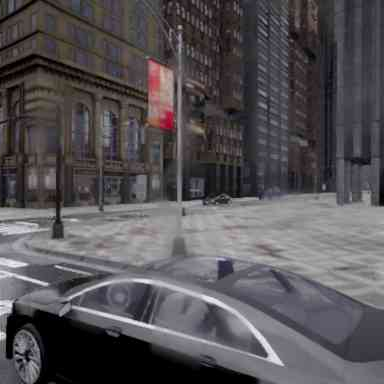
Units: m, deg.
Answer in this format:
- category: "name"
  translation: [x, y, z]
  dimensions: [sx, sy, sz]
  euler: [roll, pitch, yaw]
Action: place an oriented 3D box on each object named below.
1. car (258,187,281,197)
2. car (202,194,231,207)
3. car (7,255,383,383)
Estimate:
- category: "car"
  translation: [12.688, 0.210, 54.141]
  dimensions: [2.150, 2.045, 5.566]
  euler: [0, 1, 36]
- category: "car"
  translation: [3.098, 0.989, 40.900]
  dimensions: [1.837, 1.490, 4.892]
  euler: [0, 1, 36]
- category: "car"
  translation: [-0.170, 1.490, 3.683]
  dimensions: [4.902, 1.511, 2.128]
  euler: [0, 0, 36]
